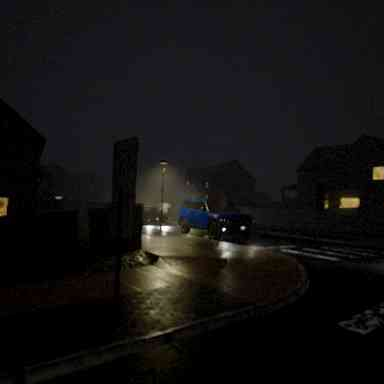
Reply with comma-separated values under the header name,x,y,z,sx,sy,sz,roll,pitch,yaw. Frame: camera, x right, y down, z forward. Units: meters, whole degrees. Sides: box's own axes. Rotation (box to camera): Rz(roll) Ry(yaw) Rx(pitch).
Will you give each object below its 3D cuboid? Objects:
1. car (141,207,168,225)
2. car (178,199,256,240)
name,x,y,z,sx,sy,sz,roll,pitch,yaw
car,-3.420,1.923,27.194,1.994,1.385,4.181,3,-2,-24
car,1.157,1.405,18.283,2.150,2.045,5.566,3,-2,-28
